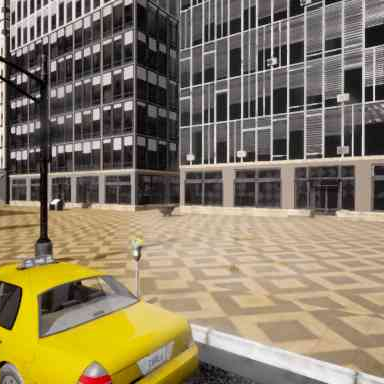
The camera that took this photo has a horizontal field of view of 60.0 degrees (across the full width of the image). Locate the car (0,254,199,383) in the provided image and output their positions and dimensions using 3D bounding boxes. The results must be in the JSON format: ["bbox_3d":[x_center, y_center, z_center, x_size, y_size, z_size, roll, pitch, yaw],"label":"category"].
[{"bbox_3d":[-2.207,1.525,4.466,4.829,1.417,1.752,0,0,36],"label":"car"}]
